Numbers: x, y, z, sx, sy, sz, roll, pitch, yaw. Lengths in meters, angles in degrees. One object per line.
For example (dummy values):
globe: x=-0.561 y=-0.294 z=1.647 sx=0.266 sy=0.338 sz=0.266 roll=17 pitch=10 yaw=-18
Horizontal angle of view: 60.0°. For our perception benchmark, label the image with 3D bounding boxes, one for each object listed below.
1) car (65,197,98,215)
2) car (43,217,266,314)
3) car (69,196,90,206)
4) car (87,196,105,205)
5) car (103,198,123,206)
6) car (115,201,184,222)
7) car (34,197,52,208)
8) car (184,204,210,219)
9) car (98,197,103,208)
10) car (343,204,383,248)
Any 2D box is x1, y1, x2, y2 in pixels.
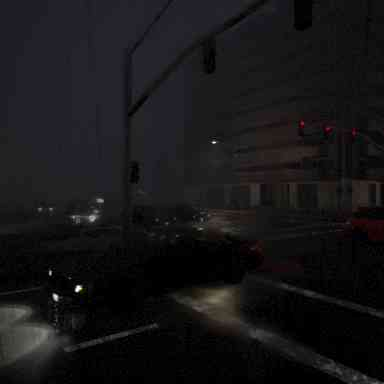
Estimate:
car: x=-12.092 y=1.533 z=35.480 sx=1.882 sy=1.535 sz=5.008 roll=0 pitch=0 yaw=-35
car: x=-0.488 y=1.547 z=7.855 sx=5.357 sy=1.411 sz=2.033 roll=0 pitch=0 yaw=-41
car: x=-19.939 y=1.547 z=58.931 sx=2.128 sy=1.511 sz=4.902 roll=0 pitch=0 yaw=-35
car: x=-17.988 y=1.581 z=62.237 sx=1.812 sy=1.442 sz=4.674 roll=0 pitch=0 yaw=-34
car: x=-12.714 y=1.656 z=54.812 sx=1.895 sy=1.301 sz=4.718 roll=0 pitch=0 yaw=-36
car: x=-3.079 y=1.603 z=22.794 sx=2.033 sy=1.411 sz=5.357 roll=0 pitch=0 yaw=-35
car: x=-22.771 y=1.603 z=50.662 sx=1.837 sy=1.490 sz=4.892 roll=0 pitch=0 yaw=-35
car: x=-0.820 y=1.603 z=25.657 sx=2.033 sy=1.411 sz=5.357 roll=0 pitch=0 yaw=-35
car: x=-14.182 y=1.603 z=44.484 sx=2.033 sy=1.411 sz=5.357 roll=0 pitch=0 yaw=-35
car: x=8.363 y=1.378 z=12.742 sx=2.097 sy=1.767 sz=4.553 roll=0 pitch=0 yaw=-35
